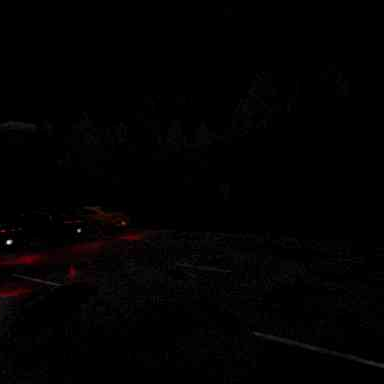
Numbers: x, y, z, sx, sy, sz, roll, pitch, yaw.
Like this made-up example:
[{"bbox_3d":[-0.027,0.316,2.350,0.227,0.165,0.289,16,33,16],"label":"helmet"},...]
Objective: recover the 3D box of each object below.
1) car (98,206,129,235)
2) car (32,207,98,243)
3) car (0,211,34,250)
[{"bbox_3d":[-6.135,1.621,19.980,5.008,1.535,1.882,0,0,26],"label":"car"},{"bbox_3d":[-7.511,1.631,16.762,4.902,1.511,2.128,0,0,26],"label":"car"},{"bbox_3d":[-9.066,1.644,13.614,4.892,1.490,1.837,0,0,26],"label":"car"}]
